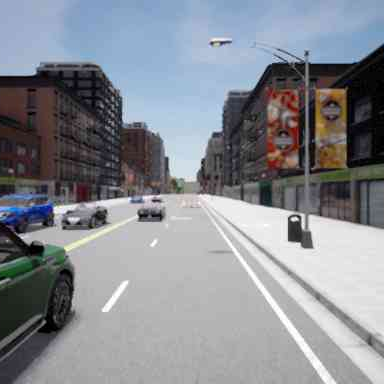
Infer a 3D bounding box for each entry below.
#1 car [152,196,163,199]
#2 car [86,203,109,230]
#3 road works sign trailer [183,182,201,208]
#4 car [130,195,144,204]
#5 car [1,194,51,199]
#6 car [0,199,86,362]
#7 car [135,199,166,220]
[{"bbox_3d":[-6.547,1.464,61.983,1.895,1.301,4.718,0,0,0],"label":"car"},{"bbox_3d":[-6.609,1.438,20.953,2.128,1.511,4.902,0,0,0],"label":"car"},{"bbox_3d":[-0.021,0.359,45.603,2.380,3.560,2.880,0,0,0],"label":"road works sign trailer"},{"bbox_3d":[-9.810,1.345,59.791,1.882,1.535,5.008,0,0,1],"label":"car"},{"bbox_3d":[-9.866,1.173,19.115,2.150,2.045,5.566,0,0,0],"label":"car"},{"bbox_3d":[-3.150,1.211,3.608,2.150,2.045,5.566,0,0,0],"label":"car"},{"bbox_3d":[-3.160,1.534,27.055,1.895,1.301,4.718,0,0,0],"label":"car"}]
